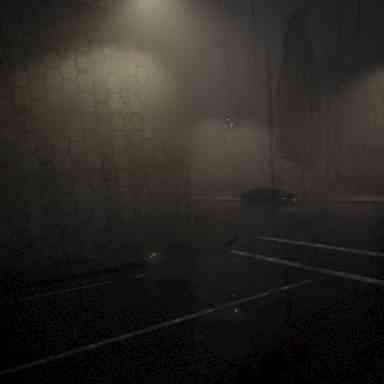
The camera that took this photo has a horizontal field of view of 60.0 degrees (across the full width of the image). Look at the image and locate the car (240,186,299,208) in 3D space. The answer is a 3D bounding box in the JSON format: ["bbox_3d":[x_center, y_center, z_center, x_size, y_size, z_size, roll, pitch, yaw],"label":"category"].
[{"bbox_3d":[5.807,0.349,25.388,1.837,1.490,4.892,-8,4,-36],"label":"car"}]
